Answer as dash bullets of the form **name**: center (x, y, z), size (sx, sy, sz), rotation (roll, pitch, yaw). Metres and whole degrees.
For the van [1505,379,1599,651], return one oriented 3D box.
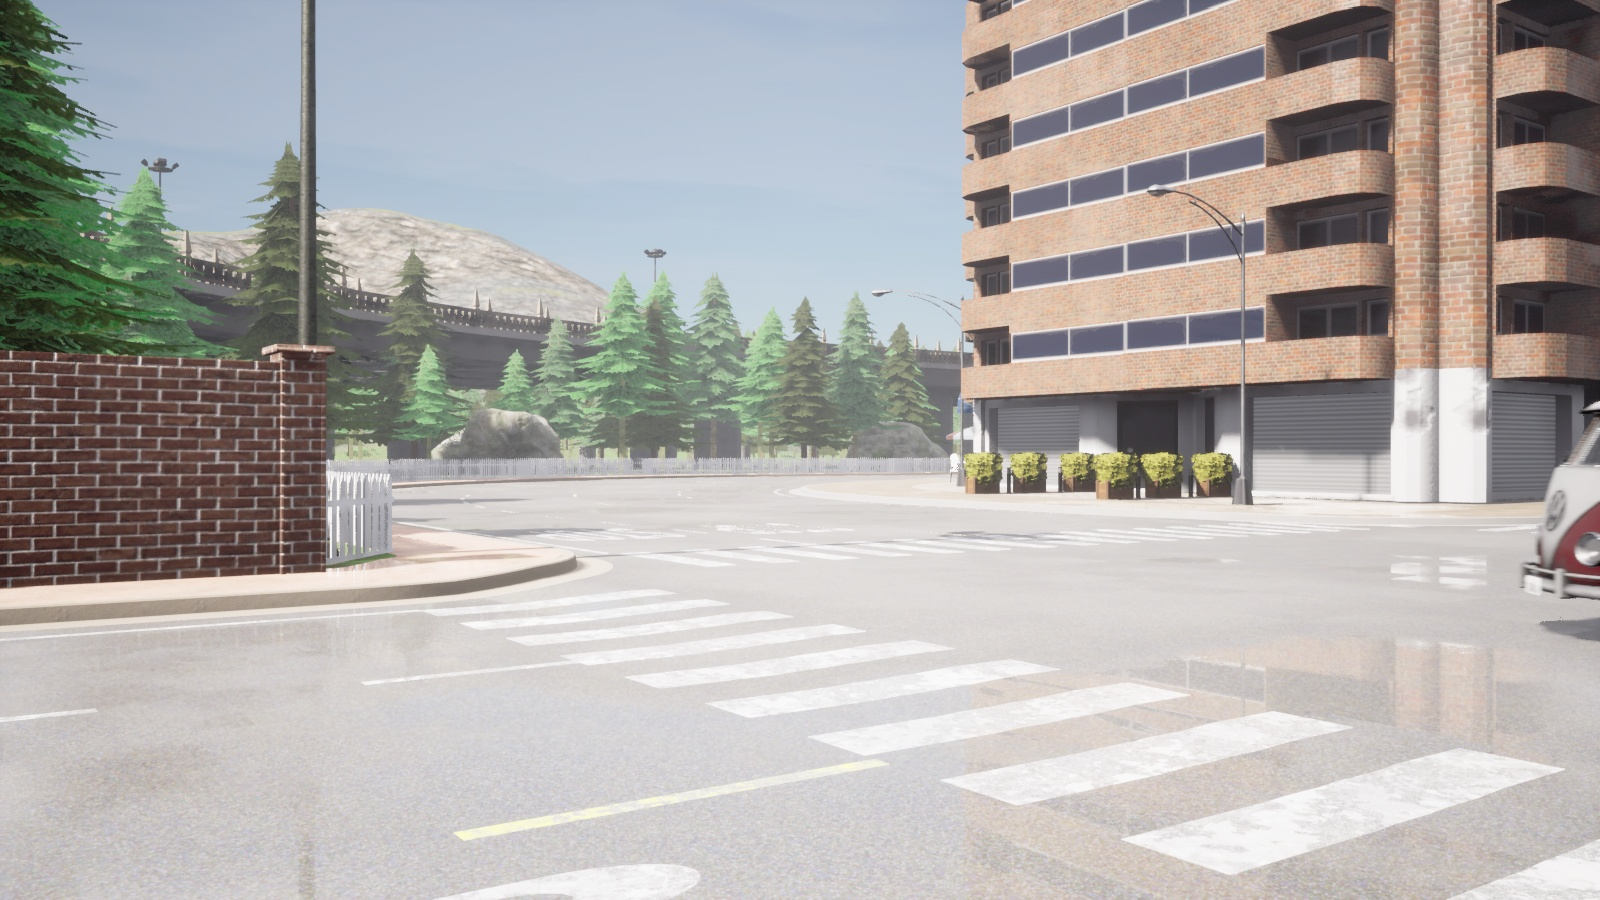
- **van**: center (8.140, 0.479, 9.620), size (4.442, 1.987, 1.775), rotation (0, 0, 12)
